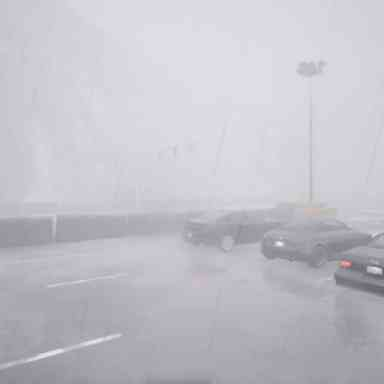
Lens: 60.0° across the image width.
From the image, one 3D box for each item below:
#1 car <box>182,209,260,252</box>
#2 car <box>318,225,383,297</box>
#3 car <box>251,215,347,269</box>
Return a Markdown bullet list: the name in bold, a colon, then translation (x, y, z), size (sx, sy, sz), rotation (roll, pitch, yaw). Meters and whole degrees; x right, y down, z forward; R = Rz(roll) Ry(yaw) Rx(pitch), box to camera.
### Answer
- **car**: translation (1.942, 1.440, 13.792), size (5.008, 1.535, 1.882), rotation (0, 0, -35)
- **car**: translation (5.491, 1.512, 7.725), size (5.357, 1.411, 2.033), rotation (0, 0, -35)
- **car**: translation (4.267, 1.524, 11.149), size (4.181, 1.385, 1.994), rotation (0, 0, -35)
